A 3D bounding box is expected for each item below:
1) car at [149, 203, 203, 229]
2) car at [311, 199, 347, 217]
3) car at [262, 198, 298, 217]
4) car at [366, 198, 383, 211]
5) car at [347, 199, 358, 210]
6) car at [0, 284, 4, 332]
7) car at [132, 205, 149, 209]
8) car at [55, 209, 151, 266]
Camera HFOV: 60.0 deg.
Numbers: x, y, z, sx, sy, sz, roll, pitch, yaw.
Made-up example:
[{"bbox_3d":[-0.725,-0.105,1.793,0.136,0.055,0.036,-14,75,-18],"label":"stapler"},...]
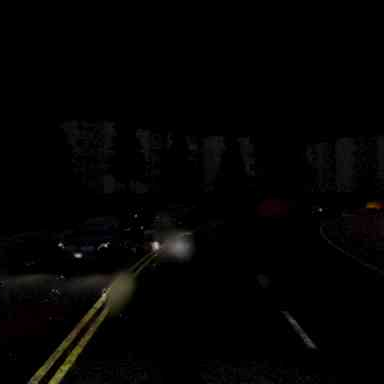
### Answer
[{"bbox_3d":[-0.701,1.521,21.885,1.837,1.490,4.892,0,0,20],"label":"car"},{"bbox_3d":[12.852,1.585,31.505,1.994,1.385,4.181,0,0,39],"label":"car"},{"bbox_3d":[8.606,1.374,32.215,2.097,1.767,4.553,0,0,38],"label":"car"},{"bbox_3d":[23.372,1.505,40.463,5.008,1.535,1.882,0,0,-29],"label":"car"},{"bbox_3d":[18.806,1.554,41.704,4.674,1.442,1.812,0,0,-33],"label":"car"},{"bbox_3d":[-3.499,1.480,2.395,1.882,1.535,5.008,0,0,1],"label":"car"},{"bbox_3d":[-3.654,1.673,24.563,1.895,1.301,4.718,0,0,21],"label":"car"},{"bbox_3d":[-2.986,1.534,11.783,1.812,1.442,4.674,0,0,6],"label":"car"}]
